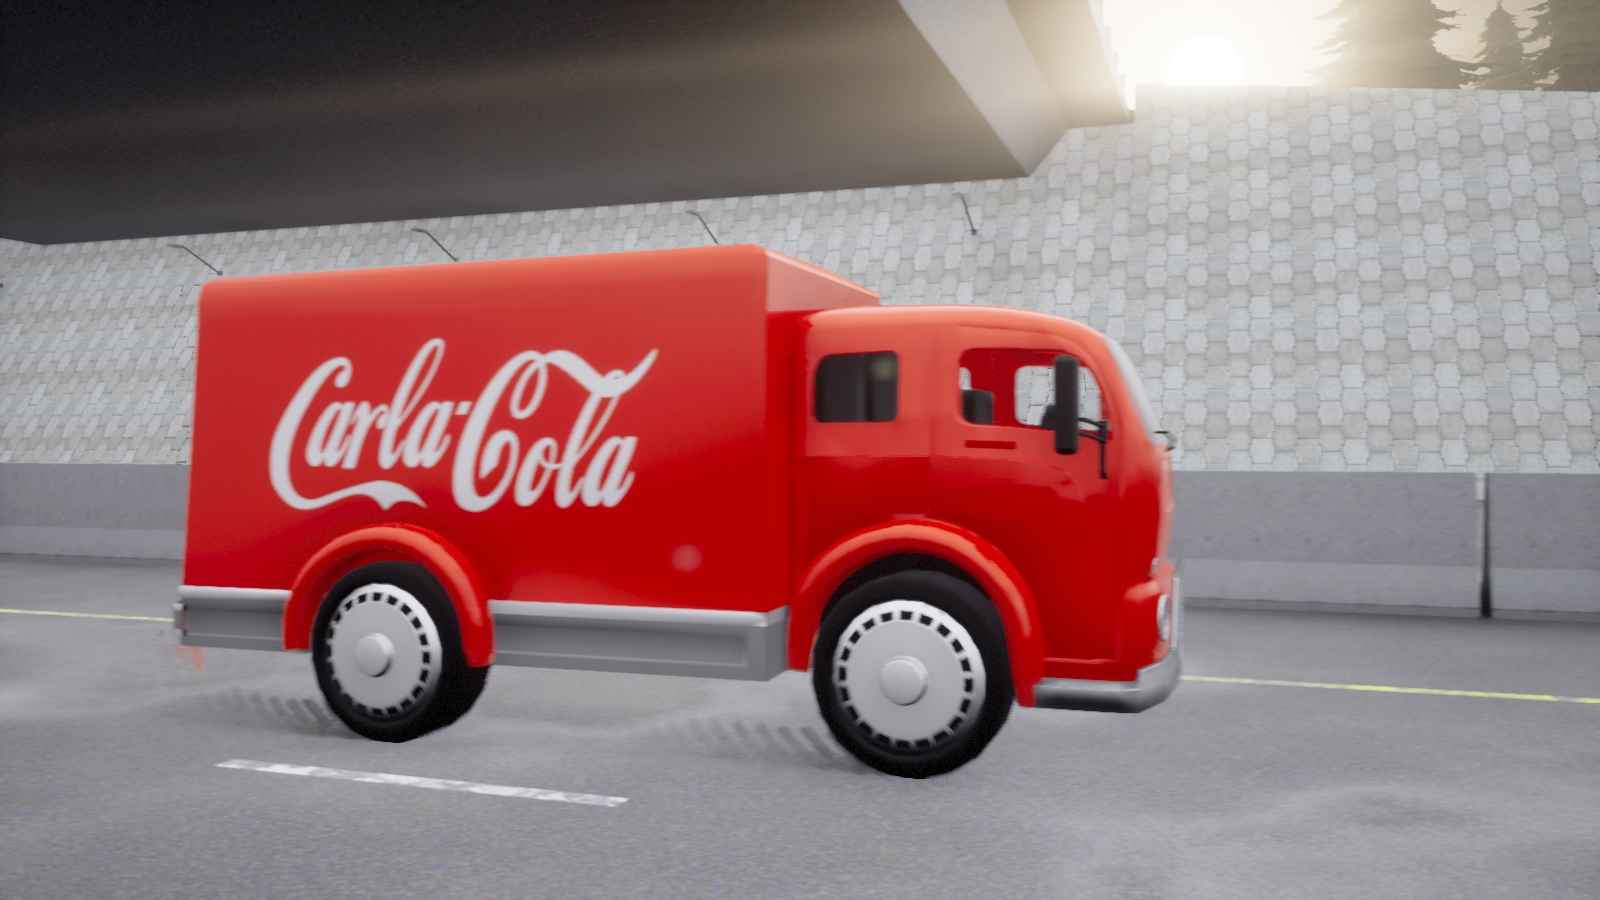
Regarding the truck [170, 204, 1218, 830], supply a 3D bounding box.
[{"bbox_3d":[-0.422,0.225,7.018,5.204,2.467,2.627,1,1,19],"label":"truck"}]
